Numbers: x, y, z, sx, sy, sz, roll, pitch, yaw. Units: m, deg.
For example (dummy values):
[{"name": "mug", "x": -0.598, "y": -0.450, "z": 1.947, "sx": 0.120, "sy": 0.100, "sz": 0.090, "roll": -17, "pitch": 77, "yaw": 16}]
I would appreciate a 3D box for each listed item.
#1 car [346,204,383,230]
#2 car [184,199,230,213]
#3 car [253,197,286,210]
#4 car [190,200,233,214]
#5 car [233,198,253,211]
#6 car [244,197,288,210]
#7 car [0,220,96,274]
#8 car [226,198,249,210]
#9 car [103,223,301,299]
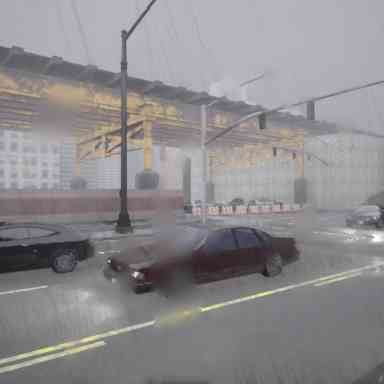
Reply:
[{"name": "car", "x": 11.441, "y": 1.525, "z": 21.406, "sx": 1.812, "sy": 1.442, "sz": 4.674, "roll": 0, "pitch": 0, "yaw": 40}, {"name": "car", "x": 1.472, "y": 1.295, "z": 35.224, "sx": 4.536, "sy": 1.218, "sz": 1.853, "roll": 0, "pitch": 0, "yaw": 8}, {"name": "car", "x": 9.138, "y": 1.295, "z": 41.642, "sx": 4.536, "sy": 1.218, "sz": 1.853, "roll": 0, "pitch": 0, "yaw": -7}, {"name": "car", "x": 1.524, "y": 1.453, "z": 35.216, "sx": 4.974, "sy": 1.542, "sz": 2.038, "roll": 0, "pitch": 0, "yaw": 8}, {"name": "car", "x": 5.273, "y": 1.452, "z": 37.895, "sx": 2.038, "sy": 1.542, "sz": 4.974, "roll": 0, "pitch": 0, "yaw": 18}, {"name": "car", "x": 9.189, "y": 1.452, "z": 41.649, "sx": 4.974, "sy": 1.542, "sz": 2.038, "roll": 0, "pitch": 0, "yaw": -7}, {"name": "car", "x": -5.013, "y": 1.526, "z": 9.012, "sx": 4.674, "sy": 1.442, "sz": 1.812, "roll": 0, "pitch": 0, "yaw": -35}, {"name": "car", "x": 5.289, "y": 1.295, "z": 37.945, "sx": 1.853, "sy": 1.218, "sz": 4.536, "roll": 0, "pitch": 0, "yaw": 18}, {"name": "car", "x": 0.546, "y": 1.547, "z": 8.645, "sx": 5.357, "sy": 1.411, "sz": 2.033, "roll": 0, "pitch": 0, "yaw": -35}]
